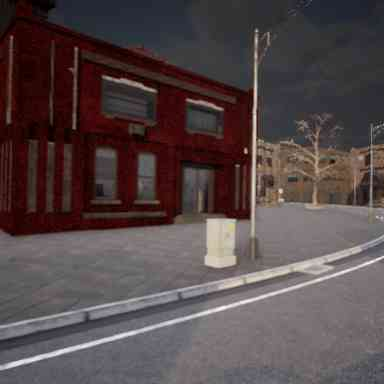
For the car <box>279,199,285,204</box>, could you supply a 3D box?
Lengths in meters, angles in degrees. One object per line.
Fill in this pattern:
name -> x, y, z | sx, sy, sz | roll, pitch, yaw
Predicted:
car -> 14.638, 1.470, 60.850 | 1.895, 1.301, 4.718 | 2, 0, -30
